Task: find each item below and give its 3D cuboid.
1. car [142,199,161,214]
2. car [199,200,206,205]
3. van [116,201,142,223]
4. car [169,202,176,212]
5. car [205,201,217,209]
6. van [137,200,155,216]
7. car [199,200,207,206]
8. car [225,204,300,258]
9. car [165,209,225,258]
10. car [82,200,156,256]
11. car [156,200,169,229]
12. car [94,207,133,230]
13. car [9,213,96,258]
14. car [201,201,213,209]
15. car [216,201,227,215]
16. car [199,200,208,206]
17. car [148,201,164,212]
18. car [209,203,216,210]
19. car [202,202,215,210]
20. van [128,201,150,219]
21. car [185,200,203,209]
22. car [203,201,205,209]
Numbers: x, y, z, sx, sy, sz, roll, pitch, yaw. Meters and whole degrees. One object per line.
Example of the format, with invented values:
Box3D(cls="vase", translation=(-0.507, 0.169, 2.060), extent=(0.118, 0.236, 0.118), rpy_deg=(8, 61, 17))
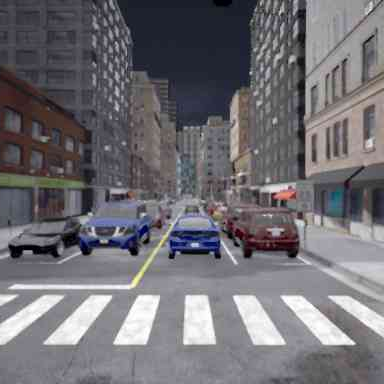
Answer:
Box3D(cls="car", translation=(-5.685, 2.001, 47.190), extent=(2.192, 1.841, 5.009), rpy_deg=(0, -1, 0))
Box3D(cls="car", translation=(2.851, 2.923, 91.870), extent=(1.947, 1.339, 4.313), rpy_deg=(0, -1, 0))
Box3D(cls="van", translation=(-5.680, 1.779, 30.434), extent=(1.690, 1.788, 3.998), rpy_deg=(0, -1, 0))
Box3D(cls="car", translation=(-3.039, 2.062, 34.841), extent=(2.033, 1.411, 5.357), rpy_deg=(0, -1, 0))
Box3D(cls="car", translation=(2.849, 1.870, 36.021), extent=(2.192, 1.841, 5.009), rpy_deg=(0, -1, 0))
Box3D(cls="van", translation=(-5.683, 1.945, 41.604), extent=(1.690, 1.788, 3.998), rpy_deg=(0, -1, 0))
Box3D(cls="car", translation=(2.851, 2.808, 86.455), extent=(1.752, 1.417, 4.829), rpy_deg=(0, -1, 0))
Box3D(cls="car", translation=(2.849, 1.535, 13.680), extent=(2.192, 1.841, 5.009), rpy_deg=(0, -1, 0))
Box3D(cls="car", translation=(0.103, 1.688, 13.787), extent=(1.882, 1.535, 5.008), rpy_deg=(0, -1, 0))
Box3D(cls="car", translation=(-3.092, 1.431, 14.533), extent=(2.150, 2.045, 5.566), rpy_deg=(0, -1, 0))
Box3D(cls="car", translation=(-3.088, 1.712, 24.484), extent=(2.097, 1.767, 4.553), rpy_deg=(0, -1, 0))
Box3D(cls="car", translation=(-5.678, 1.878, 24.676), extent=(1.752, 1.417, 4.829), rpy_deg=(0, -1, 0))
Box3D(cls="car", translation=(-5.675, 1.752, 13.675), extent=(1.947, 1.339, 4.313), rpy_deg=(0, -1, 0))
Box3D(cls="car", translation=(2.851, 2.513, 63.944), extent=(2.008, 1.369, 4.403), rpy_deg=(0, -1, 0))
Box3D(cls="car", translation=(2.849, 1.619, 19.265), extent=(2.192, 1.841, 5.009), rpy_deg=(0, -1, 0))
Box3D(cls="car", translation=(2.851, 2.753, 80.699), extent=(2.008, 1.369, 4.403), rpy_deg=(0, -1, 0))
Box3D(cls="car", translation=(-5.685, 2.207, 52.773), extent=(1.967, 1.590, 4.097), rpy_deg=(0, -1, 0))
Box3D(cls="car", translation=(2.851, 2.000, 30.602), extent=(1.752, 1.417, 4.829), rpy_deg=(0, -1, 0))
Box3D(cls="car", translation=(2.851, 2.448, 58.358), extent=(1.947, 1.339, 4.313), rpy_deg=(0, -1, 0))
Box3D(cls="van", translation=(-5.682, 1.862, 36.019), extent=(1.690, 1.788, 3.998), rpy_deg=(0, -1, 0))
Box3D(cls="car", translation=(-0.005, 2.140, 43.107), extent=(2.128, 1.511, 4.902), rpy_deg=(0, -1, 0))
Box3D(cls="car", translation=(2.850, 2.247, 47.358), extent=(1.752, 1.417, 4.829), rpy_deg=(0, -1, 0))
